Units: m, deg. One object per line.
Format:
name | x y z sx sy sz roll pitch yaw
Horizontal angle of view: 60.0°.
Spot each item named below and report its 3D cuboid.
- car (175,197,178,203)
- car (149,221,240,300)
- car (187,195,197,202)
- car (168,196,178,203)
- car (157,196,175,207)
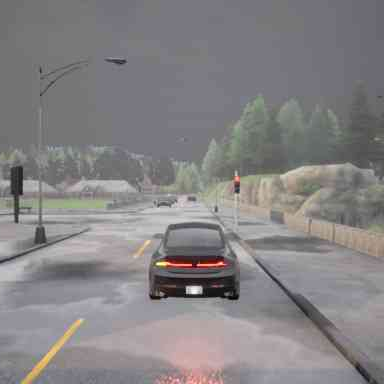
car | -4.094 1.496 59.744 1.837 1.490 4.892 0 0 0
car | 0.058 1.504 8.363 1.837 1.490 4.892 0 0 0
car | -0.020 1.314 70.981 1.882 1.535 5.008 0 0 0
car | -4.019 1.585 69.926 1.895 1.301 4.718 0 0 0
car | -4.109 1.557 49.729 1.994 1.385 4.181 0 0 0
